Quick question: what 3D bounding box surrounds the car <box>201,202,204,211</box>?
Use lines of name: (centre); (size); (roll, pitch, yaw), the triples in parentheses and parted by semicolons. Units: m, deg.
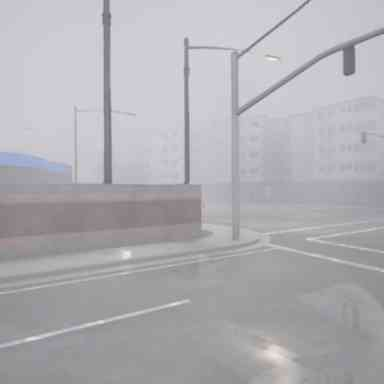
car: (-0.785, 1.291, 36.931); (1.882, 1.535, 5.008); (0, 0, -43)
